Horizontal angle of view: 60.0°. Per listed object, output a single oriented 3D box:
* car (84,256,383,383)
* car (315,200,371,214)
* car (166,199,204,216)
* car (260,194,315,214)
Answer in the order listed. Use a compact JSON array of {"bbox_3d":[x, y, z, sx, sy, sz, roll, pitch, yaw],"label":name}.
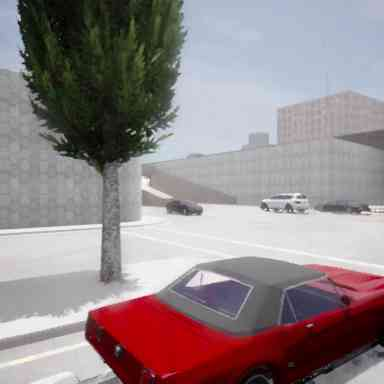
[{"bbox_3d":[1.150,1.598,4.560,4.718,1.301,1.895,0,0,-35],"label":"car"},{"bbox_3d":[15.411,1.517,34.357,2.033,1.411,5.357,0,0,-35],"label":"car"},{"bbox_3d":[-0.786,1.486,32.763,1.837,1.490,4.892,0,1,-35],"label":"car"},{"bbox_3d":[9.959,1.194,36.060,2.150,2.045,5.566,0,0,-35],"label":"car"}]
